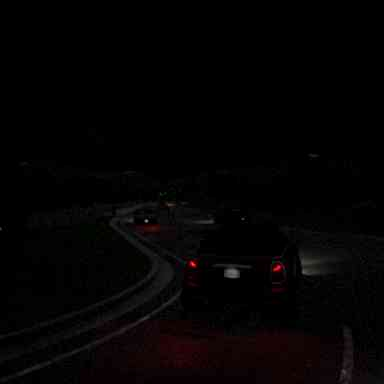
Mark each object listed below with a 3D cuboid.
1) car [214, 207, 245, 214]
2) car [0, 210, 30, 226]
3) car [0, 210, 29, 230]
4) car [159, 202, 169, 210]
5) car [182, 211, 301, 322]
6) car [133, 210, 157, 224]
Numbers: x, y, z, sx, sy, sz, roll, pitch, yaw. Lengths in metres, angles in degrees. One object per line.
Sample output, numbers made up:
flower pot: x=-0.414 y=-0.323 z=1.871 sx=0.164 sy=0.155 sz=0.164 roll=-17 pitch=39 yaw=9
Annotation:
car: x=3.364 y=2.061 z=28.988 sx=1.882 sy=1.535 sz=5.008 roll=0 pitch=-1 yaw=-16
car: x=-17.830 y=2.461 z=32.110 sx=1.895 sy=1.301 sz=4.718 roll=-1 pitch=-1 yaw=2
car: x=-15.015 y=2.200 z=26.228 sx=2.128 sy=1.511 sz=4.902 roll=-1 pitch=-1 yaw=8
car: x=-5.718 y=3.071 z=69.068 sx=1.994 sy=1.385 sz=4.181 roll=0 pitch=-1 yaw=-6
car: x=1.398 y=1.513 z=7.948 sx=2.097 sy=1.767 sz=4.553 roll=-1 pitch=-1 yaw=19
car: x=-4.546 y=2.318 z=31.635 sx=1.895 sy=1.301 sz=4.718 roll=0 pitch=-1 yaw=-13
